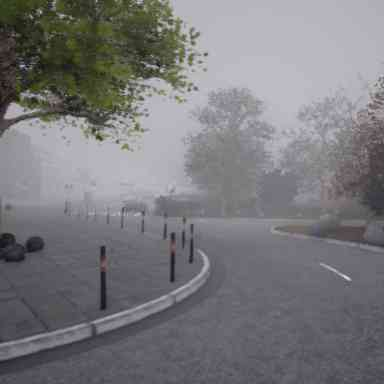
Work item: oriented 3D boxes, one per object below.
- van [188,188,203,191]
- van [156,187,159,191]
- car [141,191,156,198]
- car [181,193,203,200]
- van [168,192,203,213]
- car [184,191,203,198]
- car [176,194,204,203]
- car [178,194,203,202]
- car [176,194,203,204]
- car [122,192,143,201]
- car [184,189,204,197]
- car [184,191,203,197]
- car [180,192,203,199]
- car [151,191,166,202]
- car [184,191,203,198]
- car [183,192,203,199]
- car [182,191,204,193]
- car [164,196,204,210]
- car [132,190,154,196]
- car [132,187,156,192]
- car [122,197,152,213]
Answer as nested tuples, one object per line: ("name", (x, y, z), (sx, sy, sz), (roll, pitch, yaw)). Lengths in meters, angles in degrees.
("van", (-0.051, 0.821, 68.361), (4.442, 1.987, 1.878), (2, 1, 2))
("van", (-12.352, -0.095, 92.942), (4.442, 1.987, 1.878), (2, 1, 2))
("car", (-8.604, 0.973, 65.808), (1.895, 1.301, 4.718), (2, 1, 2))
("car", (-0.028, 0.952, 73.917), (4.792, 1.488, 2.163), (2, 1, 2))
("van", (-1.164, 1.426, 40.635), (4.442, 1.987, 1.878), (2, 1, 2))
("car", (0.359, 0.685, 85.010), (4.892, 1.521, 2.231), (2, 1, 2))
("car", (-0.355, 1.163, 62.822), (5.008, 1.535, 2.097), (2, 1, 2))
("car", (-0.267, 1.143, 65.598), (4.674, 1.452, 2.002), (2, 1, 2))
("car", (-0.441, 1.264, 60.049), (4.674, 1.452, 2.002), (2, 1, 2))
("car", (-9.168, 1.192, 50.164), (1.882, 1.535, 5.008), (2, 1, 2))
("car", (0.595, 0.252, 93.327), (5.566, 2.045, 2.435), (2, 1, 2))
("car", (0.534, 0.564, 90.557), (5.008, 1.535, 2.097), (2, 1, 2))
("car", (-0.008, 0.795, 79.469), (5.366, 1.575, 1.946), (2, 1, 2))
("car", (-5.478, 1.153, 58.682), (1.812, 1.442, 4.674), (2, 1, 2))
("car", (0.446, 0.623, 87.784), (5.008, 1.535, 2.097), (2, 1, 2))
("car", (0.293, 0.774, 82.237), (4.792, 1.488, 2.163), (2, 1, 2))
("car", (-0.491, 1.161, 57.271), (4.553, 1.767, 2.185), (2, 1, 2))
("car", (-1.063, 1.522, 46.189), (5.366, 1.575, 1.946), (2, 1, 2))
("car", (-12.838, 0.239, 87.354), (5.366, 1.575, 1.946), (2, 1, 2))
("car", (-12.763, 0.057, 84.542), (5.566, 2.045, 2.435), (2, 1, 2))
("car", (-6.329, 1.659, 38.698), (1.895, 1.301, 4.718), (2, 1, 3))
